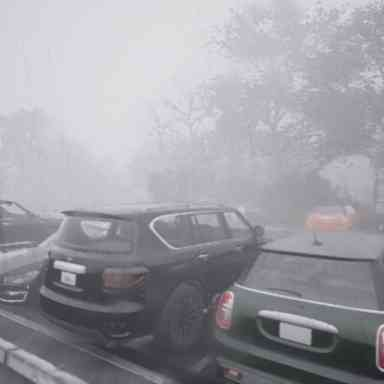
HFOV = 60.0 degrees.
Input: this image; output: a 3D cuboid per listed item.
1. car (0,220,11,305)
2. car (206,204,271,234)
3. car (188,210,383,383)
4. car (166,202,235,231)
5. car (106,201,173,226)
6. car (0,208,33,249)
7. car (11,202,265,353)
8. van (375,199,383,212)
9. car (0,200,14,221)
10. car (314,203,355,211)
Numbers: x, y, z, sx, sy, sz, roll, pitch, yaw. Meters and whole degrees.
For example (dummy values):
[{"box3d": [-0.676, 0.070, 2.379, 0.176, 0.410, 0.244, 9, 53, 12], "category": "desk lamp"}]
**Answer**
[{"box3d": [-2.350, 1.478, 8.124, 2.231, 1.521, 4.892, 0, 0, 35], "category": "car"}, {"box3d": [2.959, 1.529, 20.400, 2.002, 1.452, 4.674, 0, 0, 36], "category": "car"}, {"box3d": [2.193, 1.340, 4.840, 2.185, 1.767, 4.553, 0, 0, 35], "category": "car"}, {"box3d": [0.692, 1.502, 22.021, 2.097, 1.535, 5.008, 0, 0, 36], "category": "car"}, {"box3d": [-3.846, 1.539, 25.248, 2.097, 1.535, 5.008, -1, 0, 36], "category": "car"}, {"box3d": [-9.198, 1.520, 12.997, 2.231, 1.521, 4.892, 0, 0, 36], "category": "car"}, {"box3d": [-0.053, 1.220, 6.514, 2.435, 2.045, 5.566, 0, 0, 35], "category": "car"}, {"box3d": [9.822, 1.241, 15.646, 1.878, 1.987, 4.442, 0, 0, 35], "category": "van"}, {"box3d": [-6.900, 1.251, 11.398, 2.435, 2.045, 5.566, 0, 0, 36], "category": "car"}, {"box3d": [7.472, 1.347, 17.139, 2.185, 1.767, 4.553, 0, 0, 35], "category": "car"}]
